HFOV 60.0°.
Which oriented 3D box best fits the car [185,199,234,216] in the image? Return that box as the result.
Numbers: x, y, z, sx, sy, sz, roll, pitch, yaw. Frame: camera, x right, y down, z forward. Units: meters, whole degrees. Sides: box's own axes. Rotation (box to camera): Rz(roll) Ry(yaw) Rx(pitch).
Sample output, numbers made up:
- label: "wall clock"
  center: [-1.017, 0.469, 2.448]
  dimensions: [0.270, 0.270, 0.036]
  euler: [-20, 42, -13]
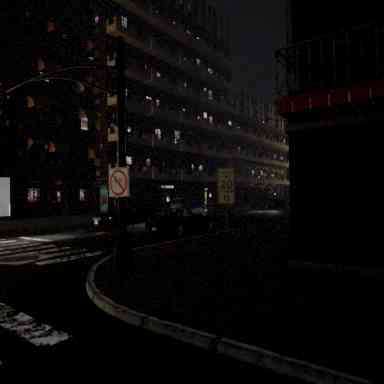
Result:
- label: "car"
  center: [1.775, 1.573, 29.170]
  dimensions: [1.895, 1.301, 4.718]
  euler: [-1, -1, 36]

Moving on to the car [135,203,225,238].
- label: "car"
  center: [-0.455, 1.435, 16.792]
  dimensions: [2.008, 1.369, 4.403]
  euler: [-1, -1, 36]

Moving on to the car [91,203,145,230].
- label: "car"
  center: [-4.085, 1.487, 21.039]
  dimensions: [2.128, 1.511, 4.902]
  euler: [-1, -1, 35]

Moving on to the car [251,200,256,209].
- label: "car"
  center: [9.399, 1.432, 44.007]
  dimensions: [1.967, 1.590, 4.097]
  euler: [-1, -1, 36]

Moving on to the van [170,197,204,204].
- label: "van"
  center: [-0.356, 1.366, 30.437]
  dimensions: [1.690, 1.788, 3.998]
  euler: [-1, -1, 36]

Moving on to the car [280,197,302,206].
- label: "car"
  center: [15.803, 1.497, 52.915]
  dimensions: [1.752, 1.417, 4.829]
  euler: [-1, -1, 36]

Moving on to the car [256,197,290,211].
- label: "car"
  center: [9.986, 1.470, 40.561]
  dimensions: [1.812, 1.442, 4.674]
  euler: [-1, 0, 36]
